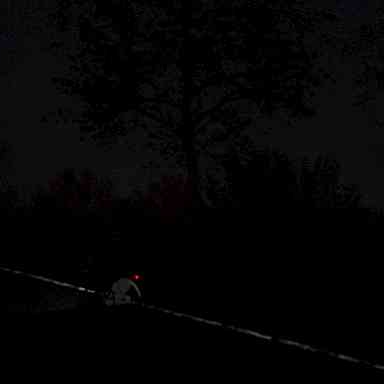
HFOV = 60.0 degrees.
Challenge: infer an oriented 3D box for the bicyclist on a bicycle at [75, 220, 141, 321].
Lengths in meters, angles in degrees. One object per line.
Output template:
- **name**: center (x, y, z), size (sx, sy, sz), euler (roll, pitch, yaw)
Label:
- **bicyclist on a bicycle**: center (-1.644, 1.405, 6.226), size (1.843, 1.776, 0.659), euler (0, 0, 35)
